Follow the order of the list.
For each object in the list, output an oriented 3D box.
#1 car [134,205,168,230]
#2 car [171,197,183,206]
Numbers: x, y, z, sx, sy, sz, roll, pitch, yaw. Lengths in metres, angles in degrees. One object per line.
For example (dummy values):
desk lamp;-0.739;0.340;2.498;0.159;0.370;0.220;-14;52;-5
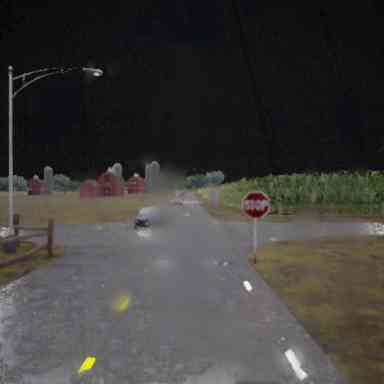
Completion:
car;-2.758;1.665;22.893;1.882;1.535;5.008;-1;1;0
car;-2.765;1.712;62.180;2.097;1.767;4.553;0;-1;0
